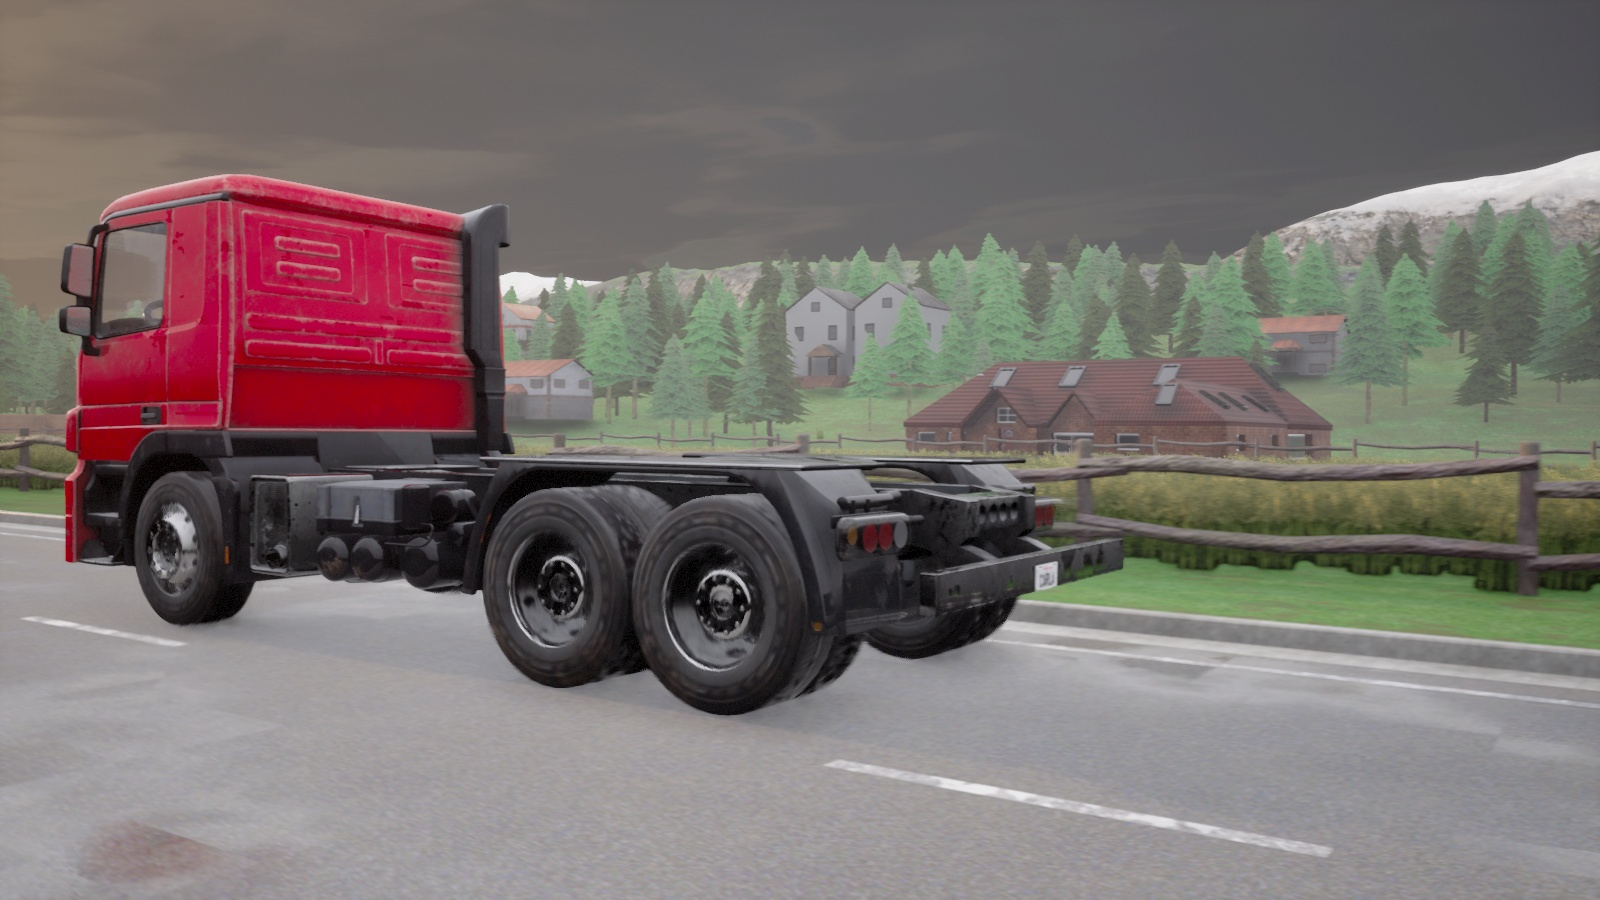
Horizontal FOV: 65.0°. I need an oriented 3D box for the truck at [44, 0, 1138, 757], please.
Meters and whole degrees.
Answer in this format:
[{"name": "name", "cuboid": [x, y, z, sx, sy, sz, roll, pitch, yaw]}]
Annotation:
[{"name": "truck", "cuboid": [-1.936, -0.358, 9.092, 7.936, 3.462, 2.891, 0, 1, 34]}]
